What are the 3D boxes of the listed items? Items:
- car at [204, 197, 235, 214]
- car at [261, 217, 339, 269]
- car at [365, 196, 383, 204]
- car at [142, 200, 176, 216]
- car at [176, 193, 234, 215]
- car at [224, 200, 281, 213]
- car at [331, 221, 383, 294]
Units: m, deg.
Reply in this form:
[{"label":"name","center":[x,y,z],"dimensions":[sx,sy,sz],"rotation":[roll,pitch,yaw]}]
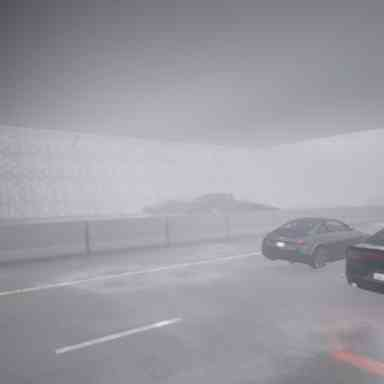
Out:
[{"label":"car","center":[3.801,1.428,28.185],"dimensions":[4.902,1.511,2.128],"rotation":[0,0,-35]},{"label":"car","center":[4.280,1.532,11.098],"dimensions":[4.181,1.385,1.994],"rotation":[0,0,-35]},{"label":"car","center":[31.403,1.412,56.312],"dimensions":[4.718,1.301,1.895],"rotation":[0,0,-35]},{"label":"car","center":[-2.143,1.490,32.548],"dimensions":[5.357,1.411,2.033],"rotation":[0,0,-35]},{"label":"car","center":[1.692,1.158,30.981],"dimensions":[5.566,2.045,2.150],"rotation":[0,0,-35]},{"label":"car","center":[4.765,1.505,24.576],"dimensions":[4.181,1.385,1.994],"rotation":[0,0,-35]},{"label":"car","center":[5.587,1.449,7.732],"dimensions":[5.008,1.535,1.882],"rotation":[0,0,-35]}]
